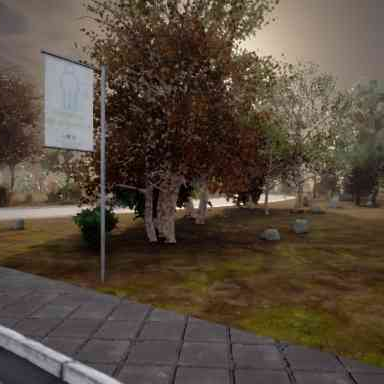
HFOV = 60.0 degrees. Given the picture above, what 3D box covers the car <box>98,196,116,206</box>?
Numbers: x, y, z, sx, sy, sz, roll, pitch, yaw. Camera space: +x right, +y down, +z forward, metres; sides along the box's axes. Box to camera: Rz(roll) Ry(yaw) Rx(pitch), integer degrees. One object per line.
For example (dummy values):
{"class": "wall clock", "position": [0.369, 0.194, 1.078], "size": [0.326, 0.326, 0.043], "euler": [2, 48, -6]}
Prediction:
{"class": "car", "position": [-10.711, 1.182, 47.462], "size": [2.150, 2.045, 5.566], "euler": [0, 0, 37]}
